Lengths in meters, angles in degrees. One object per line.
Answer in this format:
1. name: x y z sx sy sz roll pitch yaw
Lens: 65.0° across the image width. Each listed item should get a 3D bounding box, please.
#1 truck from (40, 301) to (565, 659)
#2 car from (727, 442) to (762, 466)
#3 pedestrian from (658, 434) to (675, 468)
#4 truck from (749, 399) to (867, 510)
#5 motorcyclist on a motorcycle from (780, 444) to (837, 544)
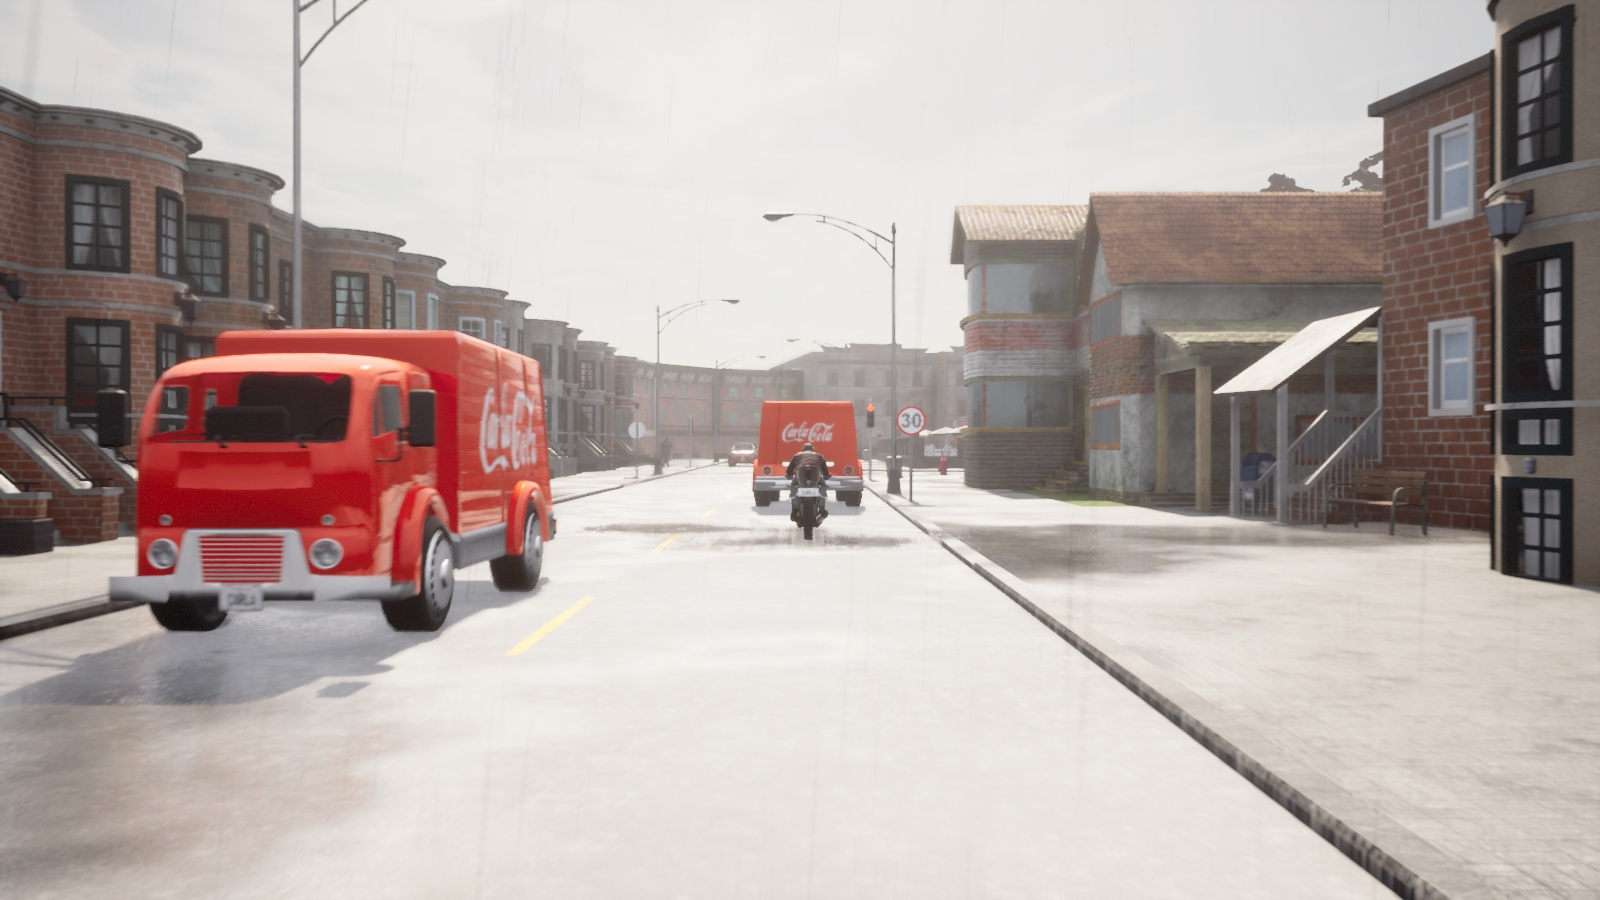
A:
1. truck: -3.920 0.193 11.266 2.627 2.467 5.204 0 0 0
2. car: -3.543 0.238 80.287 2.007 1.525 4.514 0 0 1
3. pedestrian: -7.598 0.047 71.546 0.659 1.952 0.873 0 0 -33
4. truck: 0.192 0.088 30.480 2.627 2.467 5.204 0 0 0
5. motorcyclist on a motorcycle: 0.132 0.667 20.282 0.866 1.530 2.191 0 0 0
